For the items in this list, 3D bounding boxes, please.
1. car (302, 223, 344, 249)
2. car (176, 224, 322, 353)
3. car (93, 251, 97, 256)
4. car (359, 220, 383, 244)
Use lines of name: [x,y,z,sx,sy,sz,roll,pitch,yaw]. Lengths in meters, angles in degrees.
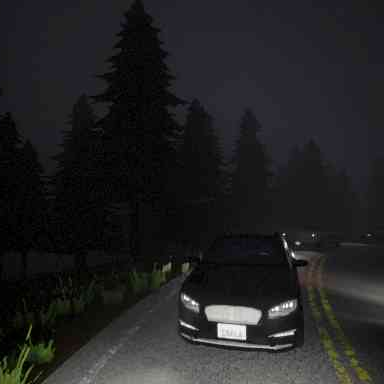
car: [6.468,2.305,17.647,1.895,1.301,4.718,-3,-6,39]
car: [1.129,1.561,6.581,2.128,1.511,4.902,-1,-2,15]
car: [-20.297,13.650,72.940,4.181,1.381,1.994,-2,-5,31]
car: [15.788,3.221,26.430,5.566,2.045,2.150,8,-8,-28]
